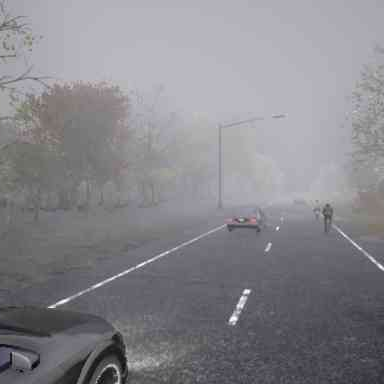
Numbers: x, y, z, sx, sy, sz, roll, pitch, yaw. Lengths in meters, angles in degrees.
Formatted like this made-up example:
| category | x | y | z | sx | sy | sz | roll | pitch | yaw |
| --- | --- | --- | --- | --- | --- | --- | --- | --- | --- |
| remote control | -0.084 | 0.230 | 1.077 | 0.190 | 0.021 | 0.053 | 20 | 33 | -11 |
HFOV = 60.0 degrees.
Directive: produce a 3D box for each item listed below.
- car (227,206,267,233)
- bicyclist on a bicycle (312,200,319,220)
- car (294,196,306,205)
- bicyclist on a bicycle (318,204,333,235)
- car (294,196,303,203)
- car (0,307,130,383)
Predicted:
| category | x | y | z | sx | sy | sz | roll | pitch | yaw |
| --- | --- | --- | --- | --- | --- | --- | --- | --- | --- |
| car | 3.379 | 1.552 | 19.977 | 2.033 | 1.411 | 5.357 | 0 | 0 | 17 |
| bicyclist on a bicycle | 10.183 | 1.444 | 27.122 | 0.866 | 1.612 | 1.509 | 0 | 0 | 17 |
| car | 19.685 | 1.583 | 60.802 | 1.994 | 1.385 | 4.181 | 0 | 0 | 18 |
| bicyclist on a bicycle | 7.300 | 1.458 | 17.878 | 0.582 | 1.620 | 1.656 | 0 | 0 | 17 |
| car | 22.722 | 1.548 | 70.932 | 1.812 | 1.442 | 4.674 | 0 | 0 | 17 |
| car | -2.120 | 1.564 | 2.224 | 1.994 | 1.385 | 4.181 | 0 | 0 | 17 |
